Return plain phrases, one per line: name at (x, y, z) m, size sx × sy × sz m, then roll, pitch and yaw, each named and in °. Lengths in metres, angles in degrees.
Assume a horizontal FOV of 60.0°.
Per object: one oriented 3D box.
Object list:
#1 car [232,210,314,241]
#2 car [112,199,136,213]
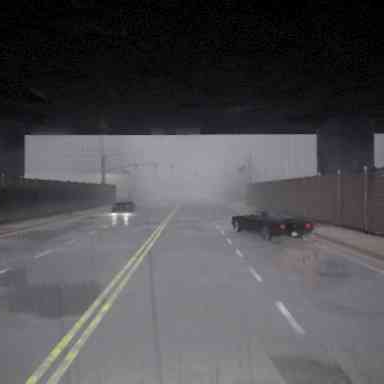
car at (3.700, 1.521, 16.348) m, size 1.895 × 1.301 × 4.718 m, roll -1°, pitch 0°, yaw -18°
car at (-7.232, 1.448, 35.807) m, size 1.994 × 1.385 × 4.181 m, roll 0°, pitch 0°, yaw 0°
